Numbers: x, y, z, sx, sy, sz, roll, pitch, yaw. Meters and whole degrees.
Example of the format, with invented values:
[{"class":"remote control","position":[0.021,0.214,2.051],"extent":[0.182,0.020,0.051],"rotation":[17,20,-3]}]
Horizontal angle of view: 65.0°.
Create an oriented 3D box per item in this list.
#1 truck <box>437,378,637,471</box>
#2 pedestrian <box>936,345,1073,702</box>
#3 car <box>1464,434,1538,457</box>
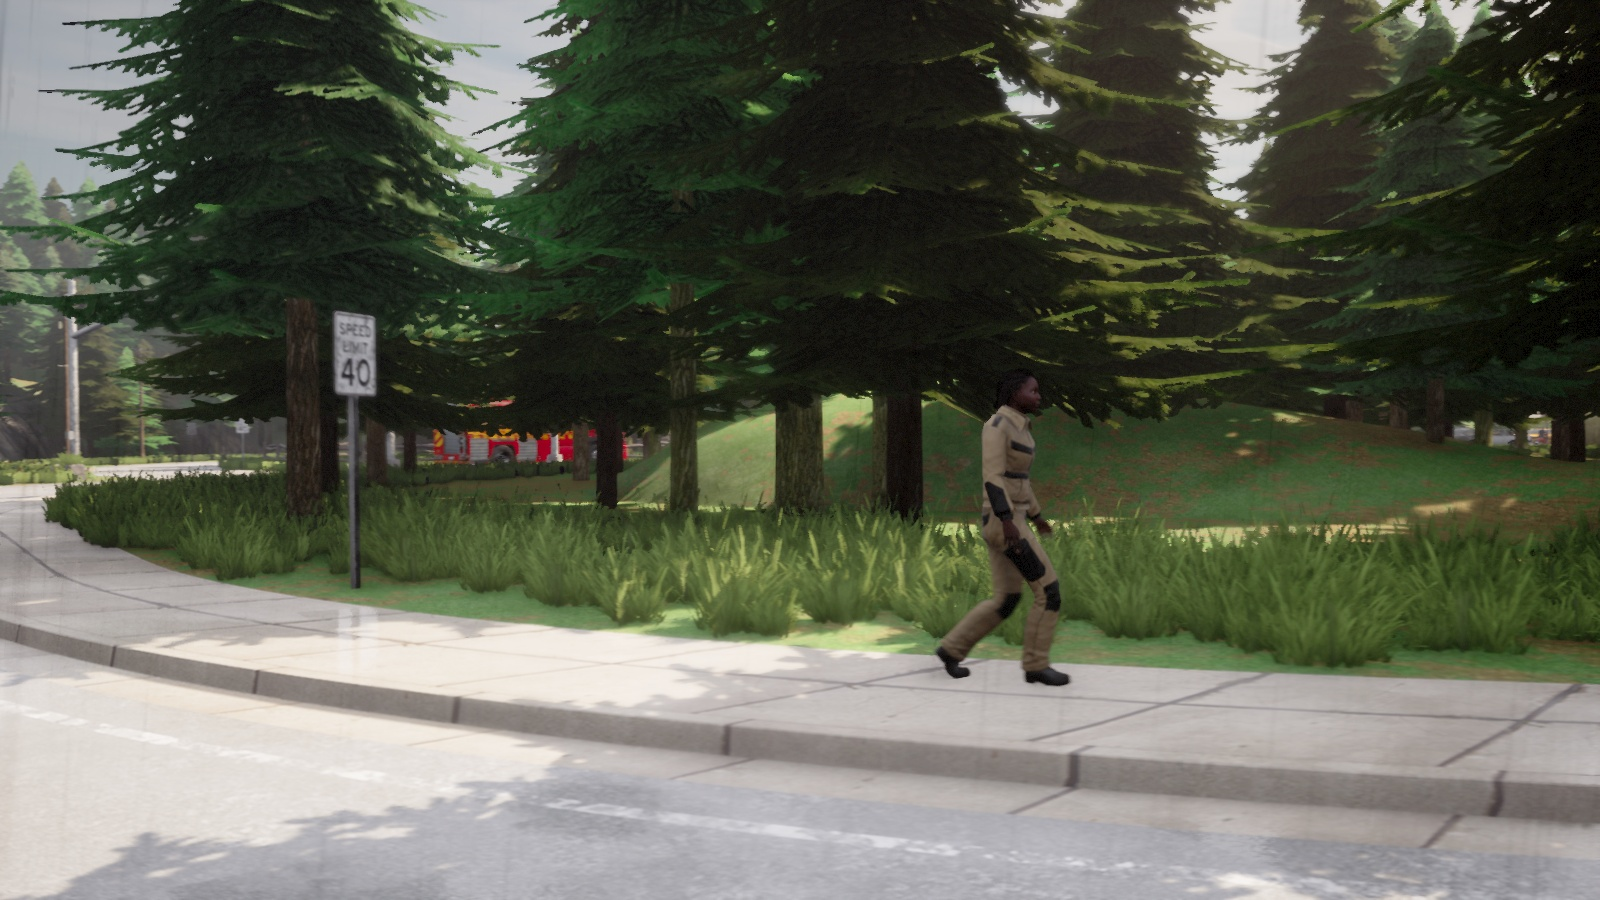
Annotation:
[{"class":"truck","position":[-11.543,-1.098,55.904],"extent":[8.468,3.827,2.891],"rotation":[-1,1,-45]},{"class":"pedestrian","position":[1.155,0.394,7.088],"extent":[0.692,1.930,0.396],"rotation":[0,1,22]},{"class":"car","position":[46.430,-0.340,83.209],"extent":[1.970,1.475,3.806],"rotation":[-1,1,-33]}]
